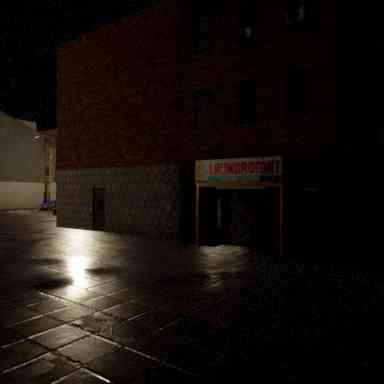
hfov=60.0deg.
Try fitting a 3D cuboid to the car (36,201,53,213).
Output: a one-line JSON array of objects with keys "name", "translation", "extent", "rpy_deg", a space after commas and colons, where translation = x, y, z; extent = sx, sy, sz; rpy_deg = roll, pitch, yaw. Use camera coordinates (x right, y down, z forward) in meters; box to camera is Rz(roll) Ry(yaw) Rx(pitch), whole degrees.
[{"name": "car", "translation": [-15.065, 1.554, 37.481], "extent": [1.812, 1.442, 4.674], "rpy_deg": [0, 0, 36]}]
